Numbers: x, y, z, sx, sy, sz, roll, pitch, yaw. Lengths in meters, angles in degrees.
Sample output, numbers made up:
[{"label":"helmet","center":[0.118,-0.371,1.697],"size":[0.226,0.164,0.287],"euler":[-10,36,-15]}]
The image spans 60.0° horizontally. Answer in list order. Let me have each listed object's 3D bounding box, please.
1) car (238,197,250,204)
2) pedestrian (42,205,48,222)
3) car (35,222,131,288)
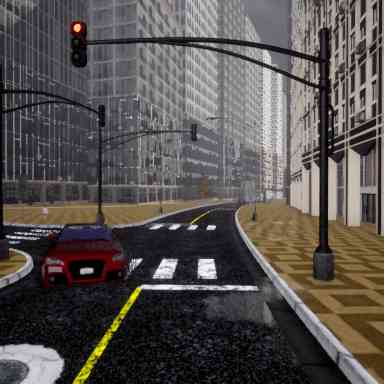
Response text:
[{"label":"car","center":[10.725,1.730,68.675],"size":[1.882,1.535,5.008],"euler":[0,0,17]},{"label":"pedestrian","center":[-9.298,1.345,21.024],"size":[0.500,1.100,0.500],"euler":[0,0,17]},{"label":"car","center":[-2.957,1.561,9.275],"size":[1.994,1.385,4.181],"euler":[1,0,-19]}]
